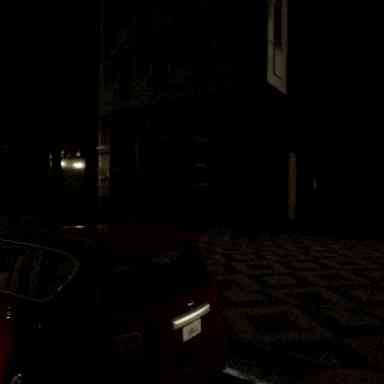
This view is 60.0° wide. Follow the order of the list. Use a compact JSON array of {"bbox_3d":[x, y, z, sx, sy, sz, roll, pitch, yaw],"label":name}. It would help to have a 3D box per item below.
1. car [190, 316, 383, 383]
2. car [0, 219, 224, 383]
[{"bbox_3d":[2.479,1.532,1.198,4.829,1.417,1.752,0,0,35],"label":"car"},{"bbox_3d":[-1.948,1.293,4.342,5.009,1.841,2.192,0,0,35],"label":"car"}]
